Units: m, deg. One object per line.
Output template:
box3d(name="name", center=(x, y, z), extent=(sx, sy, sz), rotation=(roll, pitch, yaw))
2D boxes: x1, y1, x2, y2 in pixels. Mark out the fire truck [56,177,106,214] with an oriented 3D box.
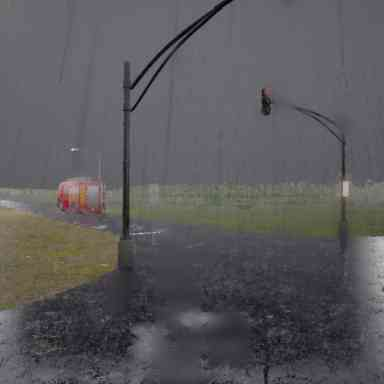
box3d(name="fire truck", center=(-12.470, 0.428, 37.100), extent=(2.891, 3.827, 8.468), rotation=(0, 0, -36))
